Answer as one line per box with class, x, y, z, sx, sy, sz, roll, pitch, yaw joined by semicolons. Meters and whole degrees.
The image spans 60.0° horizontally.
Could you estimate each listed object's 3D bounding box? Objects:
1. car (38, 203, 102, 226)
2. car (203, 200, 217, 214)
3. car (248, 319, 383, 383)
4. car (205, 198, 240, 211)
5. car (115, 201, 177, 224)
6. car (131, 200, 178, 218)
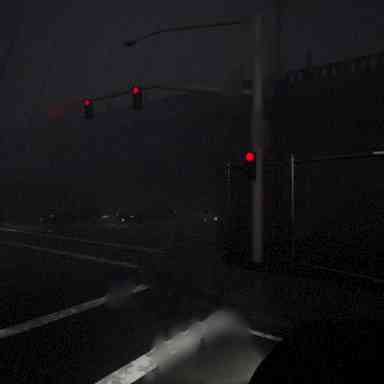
car;-8.769;1.581;24.312;1.812;1.442;4.674;0;0;37
car;3.302;1.603;35.220;2.033;1.411;5.357;0;0;35
car;2.971;1.547;1.848;5.357;1.411;2.033;0;0;36
car;3.934;1.548;42.133;2.128;1.511;4.902;0;0;36
car;-3.366;1.603;25.837;2.033;1.411;5.357;0;0;35
car;-3.478;1.581;31.711;1.812;1.442;4.674;0;0;36
